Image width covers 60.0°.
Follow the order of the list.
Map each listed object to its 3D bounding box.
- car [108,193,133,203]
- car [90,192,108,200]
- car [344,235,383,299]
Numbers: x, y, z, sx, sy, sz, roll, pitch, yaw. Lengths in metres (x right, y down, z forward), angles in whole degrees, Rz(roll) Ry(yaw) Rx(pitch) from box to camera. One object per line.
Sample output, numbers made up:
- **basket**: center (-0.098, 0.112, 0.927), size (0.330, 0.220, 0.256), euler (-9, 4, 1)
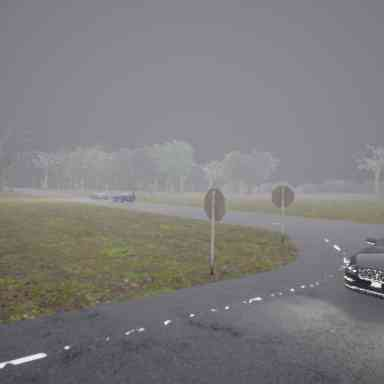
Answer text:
- **car**: center (-10.764, 0.832, 51.259), size (1.882, 1.535, 5.008), euler (2, 0, -35)
- **car**: center (-16.686, 0.701, 59.830), size (2.033, 1.411, 5.357), euler (2, 0, -35)
- **car**: center (5.479, 1.478, 7.674), size (4.892, 1.490, 1.837), euler (-1, 1, -35)
